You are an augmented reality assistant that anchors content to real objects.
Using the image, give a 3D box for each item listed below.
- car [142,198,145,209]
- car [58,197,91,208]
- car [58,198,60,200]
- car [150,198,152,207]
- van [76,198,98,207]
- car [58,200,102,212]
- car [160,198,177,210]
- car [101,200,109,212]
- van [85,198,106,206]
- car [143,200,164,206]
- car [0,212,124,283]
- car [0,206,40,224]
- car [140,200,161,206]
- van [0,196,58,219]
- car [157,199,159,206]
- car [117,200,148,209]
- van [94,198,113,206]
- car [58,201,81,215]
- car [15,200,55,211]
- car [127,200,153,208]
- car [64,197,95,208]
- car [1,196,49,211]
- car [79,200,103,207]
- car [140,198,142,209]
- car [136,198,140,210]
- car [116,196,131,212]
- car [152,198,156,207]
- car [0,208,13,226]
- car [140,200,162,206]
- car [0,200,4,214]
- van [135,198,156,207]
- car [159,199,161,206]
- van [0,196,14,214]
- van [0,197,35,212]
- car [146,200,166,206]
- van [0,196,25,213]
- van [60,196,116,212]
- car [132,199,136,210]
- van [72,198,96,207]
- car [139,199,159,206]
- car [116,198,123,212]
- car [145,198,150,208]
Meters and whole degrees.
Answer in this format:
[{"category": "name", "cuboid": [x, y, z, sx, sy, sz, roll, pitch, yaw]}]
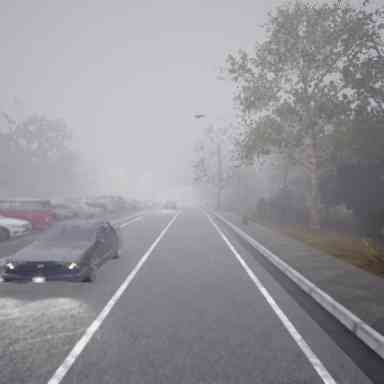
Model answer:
[{"category": "car", "cuboid": [-10.280, 1.904, 52.316, 4.553, 1.767, 2.185, 0, -1, 0]}, {"category": "car", "cuboid": [-23.357, 2.103, 66.293, 5.566, 2.045, 2.435, 0, -1, 0]}, {"category": "car", "cuboid": [-23.389, 2.071, 52.439, 4.674, 1.452, 2.002, 0, -1, 0]}, {"category": "car", "cuboid": [-10.314, 2.225, 60.640, 4.892, 1.521, 2.231, 0, -1, 0]}, {"category": "van", "cuboid": [-23.498, 2.323, 74.601, 4.442, 1.987, 1.878, 0, -1, 0]}, {"category": "car", "cuboid": [-10.293, 1.640, 27.350, 4.792, 1.488, 2.163, 0, 0, 0]}, {"category": "car", "cuboid": [-3.342, 2.022, 52.252, 2.128, 1.511, 4.902, 0, -1, 0]}, {"category": "car", "cuboid": [-10.324, 1.670, 30.127, 4.674, 1.452, 2.002, 0, 0, 0]}, {"category": "van", "cuboid": [-23.271, 2.455, 80.155, 4.442, 1.987, 1.878, 0, -1, 0]}, {"category": "car", "cuboid": [-10.110, 2.904, 88.262, 5.366, 1.575, 1.946, 0, -2, 0]}, {"category": "car", "cuboid": [-3.351, 1.555, 9.941, 2.033, 1.411, 5.357, 0, 0, 0]}, {"category": "car", "cuboid": [-10.330, 1.570, 16.247, 4.674, 1.452, 2.002, 0, 0, 0]}, {"category": "car", "cuboid": [-10.292, 2.752, 82.843, 4.892, 1.521, 2.231, 0, -2, 0]}, {"category": "van", "cuboid": [-10.443, 1.324, 19.025, 4.442, 1.987, 1.878, 0, 0, 0]}, {"category": "car", "cuboid": [-10.274, 2.512, 71.740, 4.792, 1.488, 2.163, 0, -1, 0]}, {"category": "car", "cuboid": [-10.303, 2.160, 57.864, 4.892, 1.521, 2.231, 0, -1, 0]}, {"category": "van", "cuboid": [-23.492, 2.681, 88.316, 4.442, 1.987, 1.878, 0, -2, 0]}, {"category": "car", "cuboid": [-10.331, 1.570, 21.799, 5.008, 1.535, 2.097, 0, 0, 0]}, {"category": "car", "cuboid": [-23.387, 1.967, 49.670, 5.008, 1.535, 2.097, 0, -1, 0]}, {"category": "car", "cuboid": [-10.276, 2.383, 66.190, 4.792, 1.488, 2.163, 0, -1, 0]}, {"category": "car", "cuboid": [-23.356, 2.168, 69.063, 5.566, 2.045, 2.435, 0, -1, 0]}, {"category": "car", "cuboid": [-23.366, 1.648, 46.781, 5.566, 2.045, 2.435, 0, -1, 0]}, {"category": "car", "cuboid": [-23.385, 2.613, 77.364, 5.008, 1.535, 2.097, 0, -1, 0]}, {"category": "car", "cuboid": [-10.282, 1.839, 49.541, 4.553, 1.767, 2.185, 0, -1, 0]}, {"category": "car", "cuboid": [-10.309, 1.900, 46.762, 5.008, 1.535, 2.097, 0, -1, 0]}, {"category": "car", "cuboid": [-10.346, 1.454, 38.442, 5.566, 2.045, 2.435, 0, -1, 0]}, {"category": "car", "cuboid": [-10.121, 2.285, 63.415, 5.366, 1.575, 1.946, 0, -1, 0]}, {"category": "car", "cuboid": [-10.358, 1.539, 13.471, 4.792, 1.488, 2.163, 0, 0, 0]}, {"category": "car", "cuboid": [-10.482, 2.824, 85.610, 5.366, 1.575, 1.946, 0, -2, 0]}, {"category": "car", "cuboid": [-23.404, 1.671, 35.842, 5.008, 1.535, 2.097, 0, 0, 0]}, {"category": "van", "cuboid": [-10.418, 2.322, 74.522, 4.442, 1.987, 1.878, 0, -1, 0]}, {"category": "car", "cuboid": [-10.330, 2.642, 77.292, 4.792, 1.488, 2.163, 0, -1, 0]}, {"category": "van", "cuboid": [-23.281, 1.479, 38.464, 4.442, 1.987, 1.878, 0, -1, 0]}, {"category": "van", "cuboid": [-23.512, 1.609, 44.011, 4.442, 1.987, 1.878, 0, -1, 0]}, {"category": "car", "cuboid": [-10.108, 3.083, 93.932, 5.366, 1.575, 1.946, 0, -2, 0]}, {"category": "van", "cuboid": [-23.513, 1.547, 41.367, 4.442, 1.987, 1.878, 0, -1, 0]}, {"category": "van", "cuboid": [-10.204, 1.425, 32.905, 4.442, 1.987, 1.878, 0, 0, 0]}, {"category": "car", "cuboid": [-10.318, 1.875, 43.986, 4.674, 1.452, 2.002, 0, -1, 0]}, {"category": "van", "cuboid": [-23.266, 2.258, 71.831, 4.442, 1.987, 1.878, 0, -1, 0]}, {"category": "car", "cuboid": [-10.331, 2.554, 80.068, 4.553, 1.767, 2.185, 0, -1, 0]}, {"category": "car", "cuboid": [-10.348, 1.700, 35.686, 4.792, 1.488, 2.163, 0, -1, 0]}, {"category": "car", "cuboid": [-10.125, 2.091, 55.089, 5.366, 1.575, 1.946, 0, -1, 0]}]
